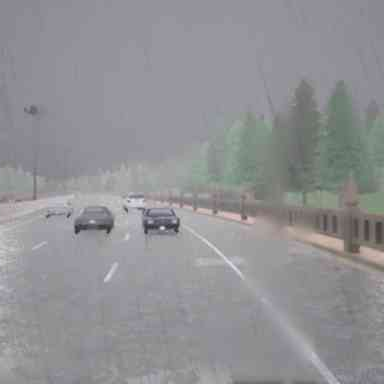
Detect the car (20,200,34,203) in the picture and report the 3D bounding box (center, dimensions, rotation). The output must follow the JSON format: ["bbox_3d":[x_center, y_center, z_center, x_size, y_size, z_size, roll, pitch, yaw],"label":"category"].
[{"bbox_3d":[-25.784,1.441,52.840,2.033,1.411,5.357,0,0,-16],"label":"car"}]

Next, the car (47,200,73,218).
[{"bbox_3d":[-11.632,1.457,29.489,1.812,1.442,4.674,0,0,-15],"label":"car"}]

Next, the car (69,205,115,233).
[{"bbox_3d":[-5.572,1.512,19.341,1.994,1.385,4.181,0,0,-11],"label":"car"}]

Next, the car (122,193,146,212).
[{"bbox_3d":[-6.467,1.108,37.045,2.150,2.045,5.566,0,0,-16],"label":"car"}]

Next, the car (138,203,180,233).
[{"bbox_3d":[-1.922,1.537,19.130,1.895,1.301,4.718,0,0,-11],"label":"car"}]

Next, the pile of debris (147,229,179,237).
[{"bbox_3d":[-1.553,2.117,17.371,1.500,0.140,1.860,0,0,-10],"label":"pile of debris"}]
